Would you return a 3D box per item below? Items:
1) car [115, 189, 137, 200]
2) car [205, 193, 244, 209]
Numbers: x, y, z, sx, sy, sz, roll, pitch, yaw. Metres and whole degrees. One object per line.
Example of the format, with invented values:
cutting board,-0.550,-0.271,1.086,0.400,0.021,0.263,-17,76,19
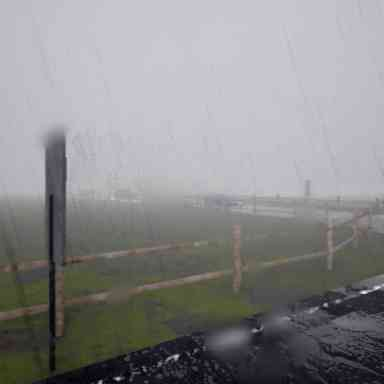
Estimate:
car,-10.765,0.338,54.325,2.097,1.767,4.553,0,1,-35
car,3.295,0.913,34.498,2.128,1.511,4.902,0,1,-35
